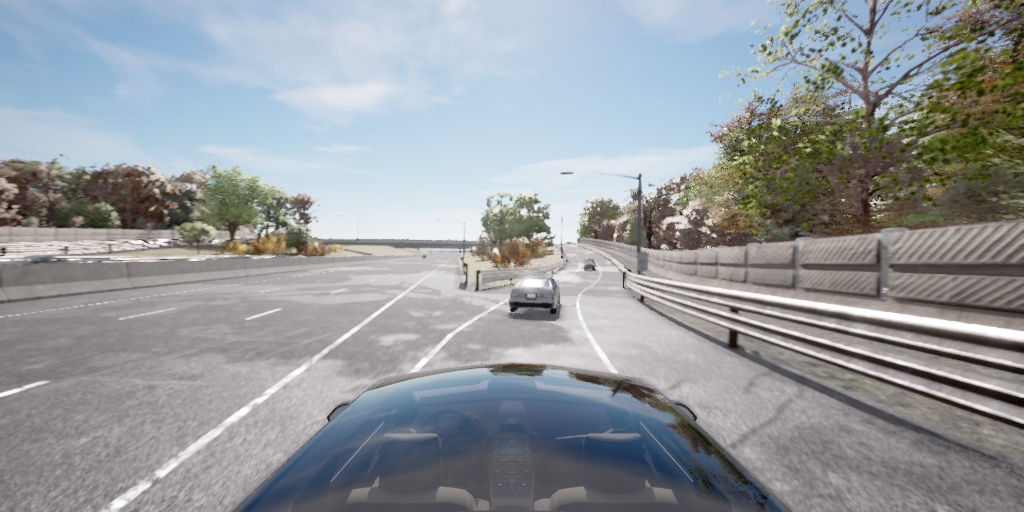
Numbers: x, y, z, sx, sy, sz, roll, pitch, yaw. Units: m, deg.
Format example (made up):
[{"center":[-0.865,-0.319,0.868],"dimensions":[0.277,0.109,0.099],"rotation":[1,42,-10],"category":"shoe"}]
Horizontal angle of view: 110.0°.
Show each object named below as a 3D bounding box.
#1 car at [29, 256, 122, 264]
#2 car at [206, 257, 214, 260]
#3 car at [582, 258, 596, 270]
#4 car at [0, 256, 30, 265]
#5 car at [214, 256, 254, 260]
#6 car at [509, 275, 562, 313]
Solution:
[{"center":[-29.587,0.854,25.326],"dimensions":[2.033,1.411,5.357],"rotation":[1,0,-8],"category":"car"},{"center":[-35.836,0.743,43.599],"dimensions":[1.994,1.385,4.181],"rotation":[1,0,-8],"category":"car"},{"center":[12.944,1.561,60.133],"dimensions":[1.812,1.442,4.674],"rotation":[1,2,12],"category":"car"},{"center":[-33.035,0.744,24.762],"dimensions":[1.882,1.535,5.008],"rotation":[1,0,-8],"category":"car"},{"center":[-32.113,0.732,42.226],"dimensions":[1.837,1.490,4.892],"rotation":[1,0,-8],"category":"car"},{"center":[1.099,1.526,15.319],"dimensions":[2.033,1.411,5.357],"rotation":[1,-1,9],"category":"car"}]
